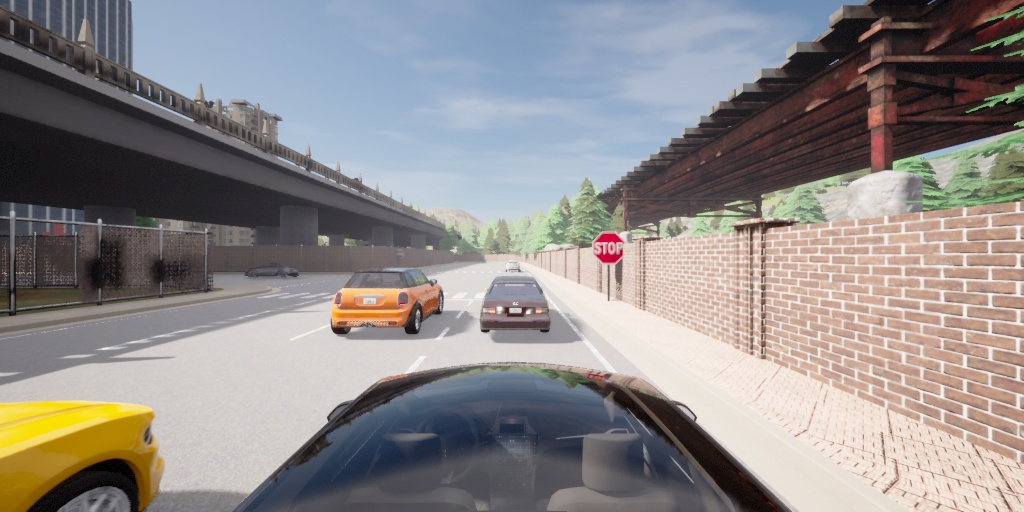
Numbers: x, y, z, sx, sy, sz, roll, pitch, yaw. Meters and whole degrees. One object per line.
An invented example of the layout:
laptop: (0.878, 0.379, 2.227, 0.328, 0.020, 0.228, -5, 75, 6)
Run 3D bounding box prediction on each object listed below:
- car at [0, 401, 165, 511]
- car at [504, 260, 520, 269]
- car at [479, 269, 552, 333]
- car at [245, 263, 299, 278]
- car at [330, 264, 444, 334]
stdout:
car: (-3.397, 1.228, 0.438, 1.882, 1.535, 5.008, 0, 0, 0)
car: (0.092, 1.276, 45.473, 1.812, 1.442, 4.674, 0, 0, -1)
car: (0.079, 1.297, 10.758, 2.033, 1.411, 5.357, 0, 0, 0)
car: (-21.861, 1.313, 32.763, 4.181, 1.385, 1.994, 0, 0, -1)
car: (-3.422, 1.102, 10.736, 2.097, 1.767, 4.553, 0, 0, 0)
